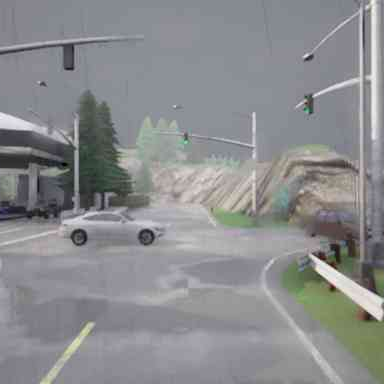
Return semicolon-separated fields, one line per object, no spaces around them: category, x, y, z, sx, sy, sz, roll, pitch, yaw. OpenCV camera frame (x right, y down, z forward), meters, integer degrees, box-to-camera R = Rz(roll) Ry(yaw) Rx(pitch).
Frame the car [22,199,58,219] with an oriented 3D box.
car;-14.551;1.606;32.741;1.905;1.878;3.866;0;-1;-1

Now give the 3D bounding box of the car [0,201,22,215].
car;-20.261;1.811;37.013;2.242;1.667;4.611;0;-1;-1

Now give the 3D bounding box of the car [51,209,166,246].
car;-3.487;1.549;14.897;4.674;1.442;1.812;0;-1;-1

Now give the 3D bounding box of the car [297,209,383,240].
car;6.846;1.494;15.150;2.033;1.411;5.357;0;-1;-12
